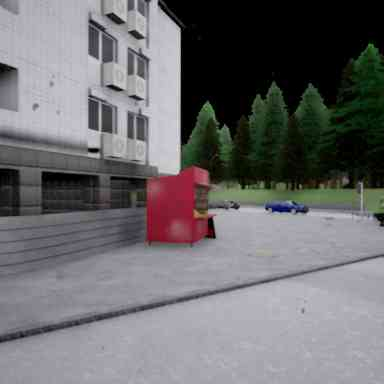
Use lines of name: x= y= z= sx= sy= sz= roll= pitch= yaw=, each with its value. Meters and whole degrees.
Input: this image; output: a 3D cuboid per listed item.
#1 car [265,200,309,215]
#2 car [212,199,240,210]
car: x=10.180 y=1.586 z=35.846 sx=1.882 sy=1.535 sz=5.008 roll=0 pitch=0 yaw=-35
car: x=4.402 y=1.672 z=43.982 sx=1.994 sy=1.385 sz=4.181 roll=0 pitch=0 yaw=-35
